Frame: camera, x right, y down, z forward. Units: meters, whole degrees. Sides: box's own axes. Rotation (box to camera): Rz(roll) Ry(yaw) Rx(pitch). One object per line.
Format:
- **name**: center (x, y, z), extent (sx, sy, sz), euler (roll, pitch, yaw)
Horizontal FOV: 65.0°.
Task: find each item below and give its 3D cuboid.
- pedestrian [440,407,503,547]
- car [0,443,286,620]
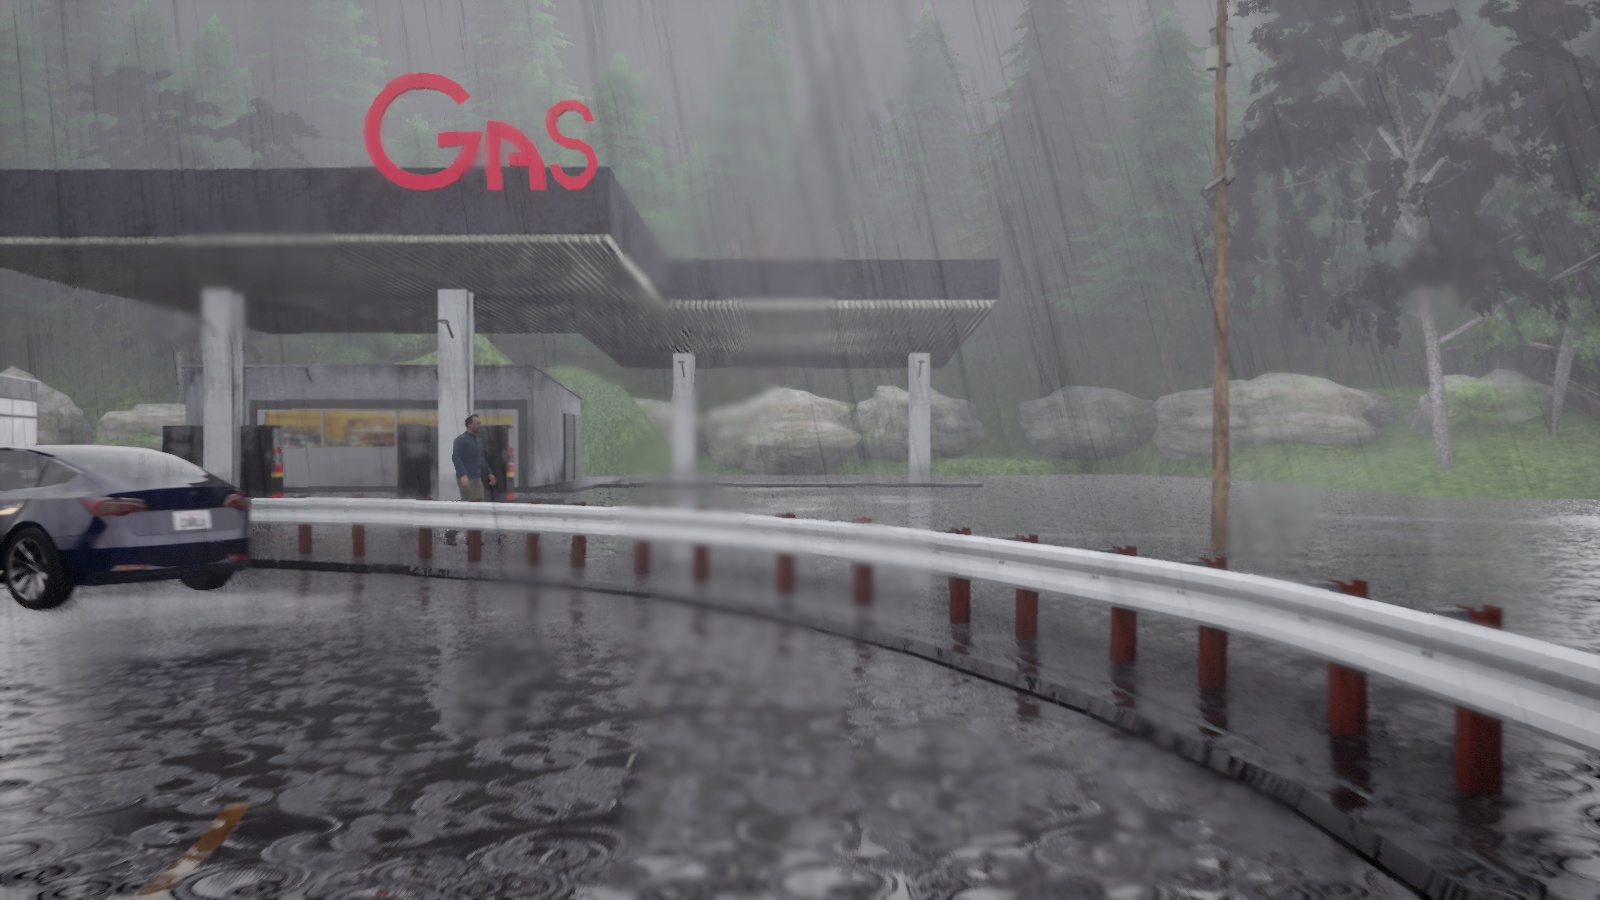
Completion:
- **pedestrian**: center (-4.406, 0.358, 16.844), extent (0.726, 1.842, 0.402), euler (0, 0, 25)
- **car**: center (-7.743, 0.671, 12.628), extent (4.792, 1.488, 2.163), euler (0, 0, 27)
